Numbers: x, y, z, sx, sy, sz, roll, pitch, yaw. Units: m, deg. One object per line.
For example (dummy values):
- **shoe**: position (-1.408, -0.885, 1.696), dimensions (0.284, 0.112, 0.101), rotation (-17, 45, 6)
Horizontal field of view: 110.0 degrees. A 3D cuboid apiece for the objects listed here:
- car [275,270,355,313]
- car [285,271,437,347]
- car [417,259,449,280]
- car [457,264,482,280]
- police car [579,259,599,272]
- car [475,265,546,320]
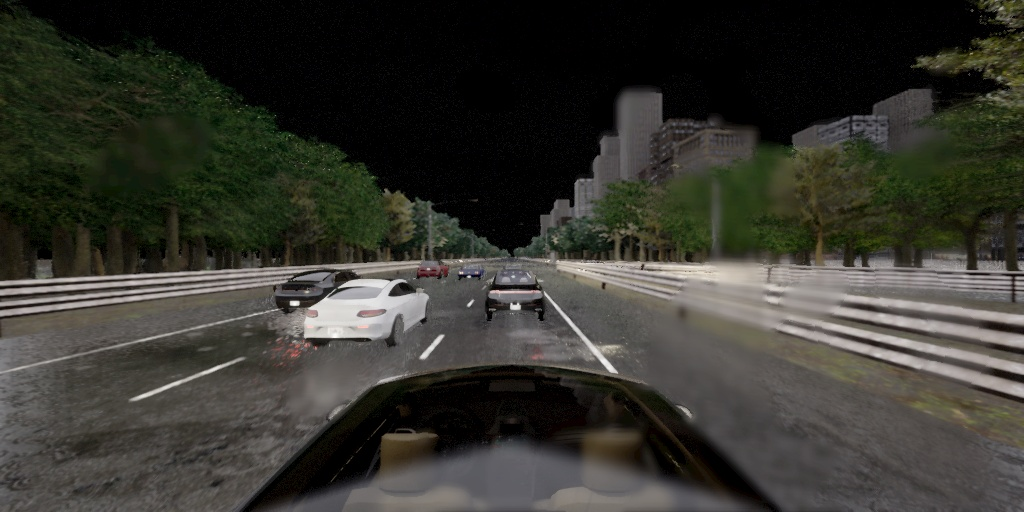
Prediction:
- **car**: position (-6.898, 1.256, 13.804), dimensions (1.837, 1.490, 4.892), rotation (0, 0, 0)
- **car**: position (-3.401, 1.276, 9.207), dimensions (1.812, 1.442, 4.674), rotation (0, 0, 0)
- **car**: position (-6.900, 1.105, 31.770), dimensions (2.097, 1.767, 4.553), rotation (0, 0, 0)
- **car**: position (-3.400, 1.354, 30.651), dimensions (1.895, 1.301, 4.718), rotation (0, 0, 0)
- **police car**: position (10.100, 1.248, 47.837), dimensions (1.930, 1.638, 5.238), rotation (0, 0, -23)
- **car**: position (0.100, 1.243, 12.568), dimensions (2.128, 1.511, 4.902), rotation (0, 0, 0)
